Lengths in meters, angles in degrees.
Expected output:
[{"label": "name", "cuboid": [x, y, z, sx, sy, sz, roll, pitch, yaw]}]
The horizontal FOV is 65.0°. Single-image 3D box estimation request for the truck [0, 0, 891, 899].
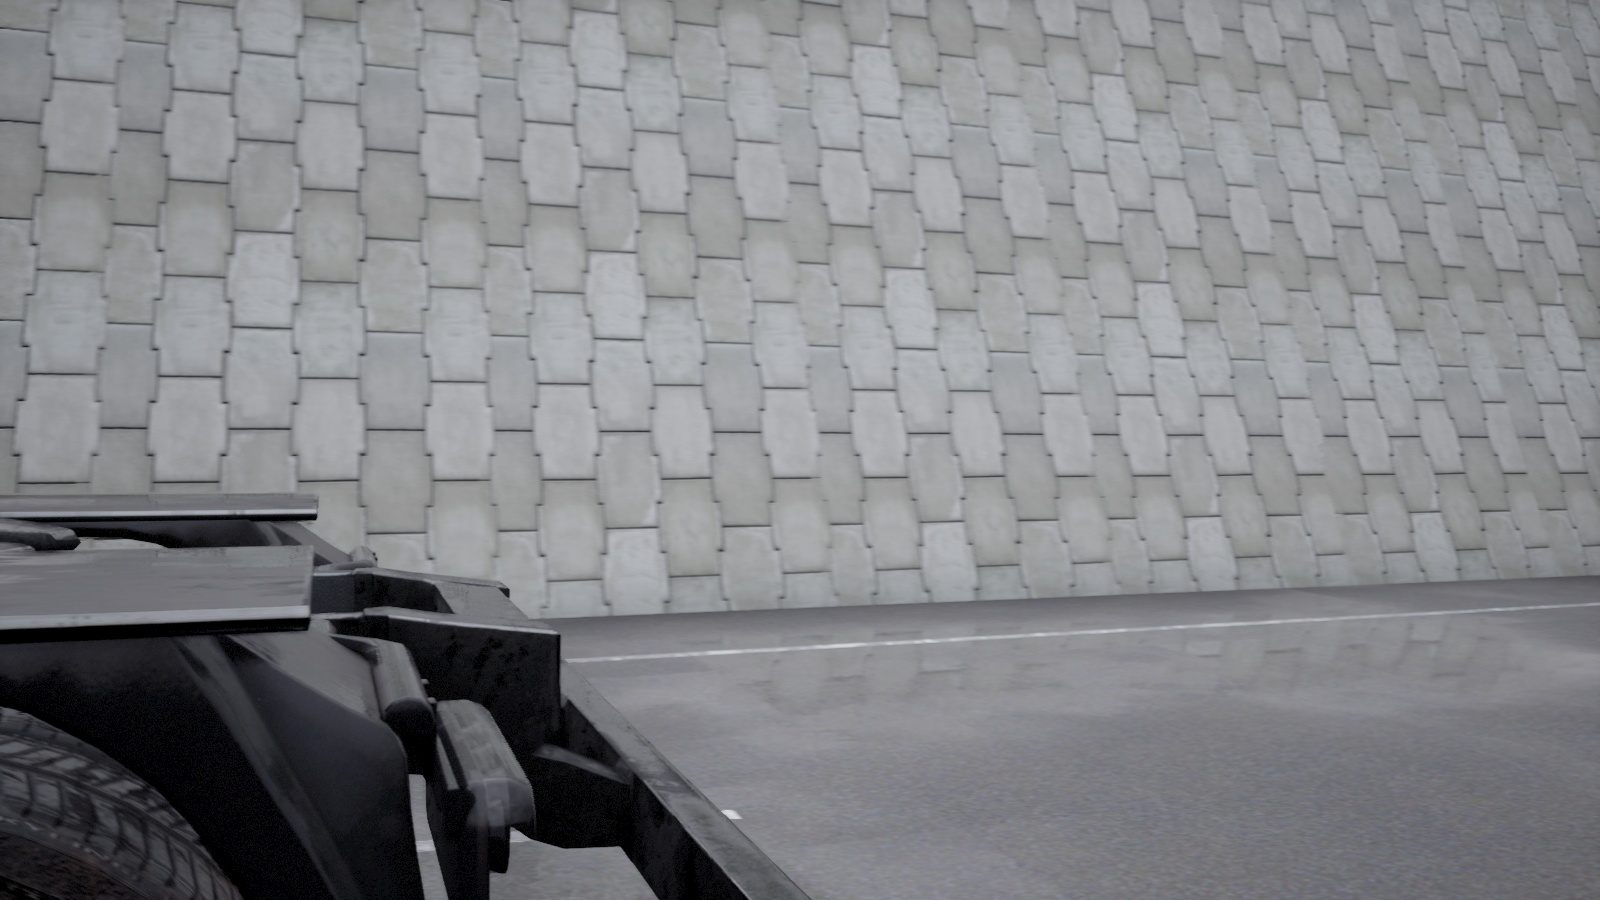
[{"label": "truck", "cuboid": [-4.105, -0.167, 1.670, 7.936, 3.462, 2.891, -1, 1, -21]}]
